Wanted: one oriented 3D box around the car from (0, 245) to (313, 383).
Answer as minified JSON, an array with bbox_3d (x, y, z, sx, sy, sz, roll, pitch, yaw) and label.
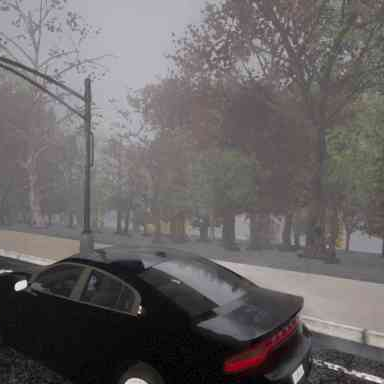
[{"bbox_3d":[-1.034,1.477,4.477,5.008,1.535,1.882,0,0,36],"label":"car"}]
